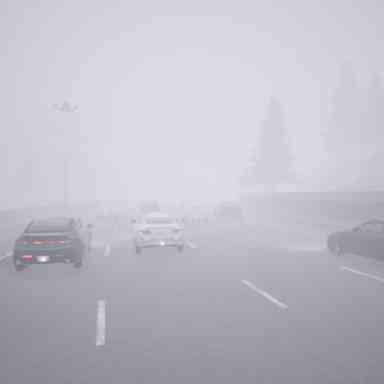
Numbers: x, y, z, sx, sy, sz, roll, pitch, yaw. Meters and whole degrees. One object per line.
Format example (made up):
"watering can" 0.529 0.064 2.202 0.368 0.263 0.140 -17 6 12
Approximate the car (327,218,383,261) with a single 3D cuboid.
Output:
"car" 6.376 1.559 10.686 1.812 1.442 4.674 0 0 -14

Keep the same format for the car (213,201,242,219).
"car" 3.138 1.591 30.141 1.882 1.535 5.008 0 0 -5

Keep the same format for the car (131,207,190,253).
"car" -1.548 1.583 14.066 1.812 1.442 4.674 0 0 -12

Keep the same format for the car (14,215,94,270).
"car" -4.536 1.556 11.330 1.837 1.490 4.892 0 0 -13

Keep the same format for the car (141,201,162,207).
"car" -4.115 1.628 33.382 2.128 1.511 4.902 0 0 -4

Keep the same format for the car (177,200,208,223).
"car" 0.071 1.628 26.201 1.812 1.442 4.674 0 0 -7

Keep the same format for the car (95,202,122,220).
"car" -7.325 1.651 29.366 1.812 1.442 4.674 0 0 -5

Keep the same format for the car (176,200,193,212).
"car" -0.870 1.714 42.308 2.033 1.411 5.357 0 0 -1
